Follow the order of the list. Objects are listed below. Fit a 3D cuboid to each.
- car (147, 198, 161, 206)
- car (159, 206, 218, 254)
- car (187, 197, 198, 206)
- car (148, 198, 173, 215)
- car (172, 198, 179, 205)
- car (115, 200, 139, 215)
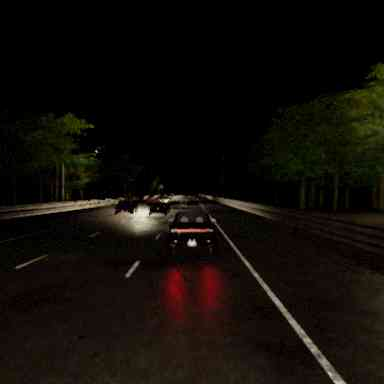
[{"bbox_3d":[-6.908,1.764,60.932,1.994,1.385,4.181,0,0,0],"label":"car"},{"bbox_3d":[0.003,1.531,13.596,2.128,1.511,4.902,0,0,0],"label":"car"},{"bbox_3d":[0.089,1.679,61.212,1.882,1.535,5.008,0,0,0],"label":"car"},{"bbox_3d":[-3.474,1.691,36.190,1.994,1.385,4.181,0,0,1],"label":"car"},{"bbox_3d":[-3.403,1.806,62.788,1.895,1.301,4.718,0,0,0],"label":"car"},{"bbox_3d":[-6.974,1.632,35.819,1.837,1.490,4.892,0,0,0],"label":"car"}]
